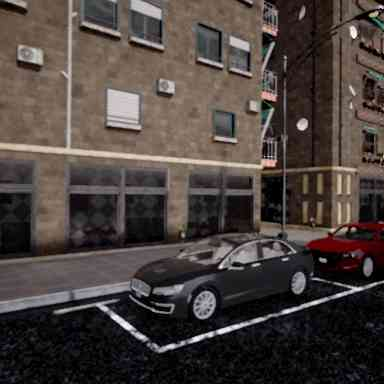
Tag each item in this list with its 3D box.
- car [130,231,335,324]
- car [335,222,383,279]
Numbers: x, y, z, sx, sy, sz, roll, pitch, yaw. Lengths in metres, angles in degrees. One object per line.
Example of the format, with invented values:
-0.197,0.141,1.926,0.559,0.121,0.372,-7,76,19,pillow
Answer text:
0.836,1.597,7.156,4.403,1.369,2.008,1,0,-36,car
5.423,1.648,10.431,4.507,1.381,1.887,1,0,-36,car
